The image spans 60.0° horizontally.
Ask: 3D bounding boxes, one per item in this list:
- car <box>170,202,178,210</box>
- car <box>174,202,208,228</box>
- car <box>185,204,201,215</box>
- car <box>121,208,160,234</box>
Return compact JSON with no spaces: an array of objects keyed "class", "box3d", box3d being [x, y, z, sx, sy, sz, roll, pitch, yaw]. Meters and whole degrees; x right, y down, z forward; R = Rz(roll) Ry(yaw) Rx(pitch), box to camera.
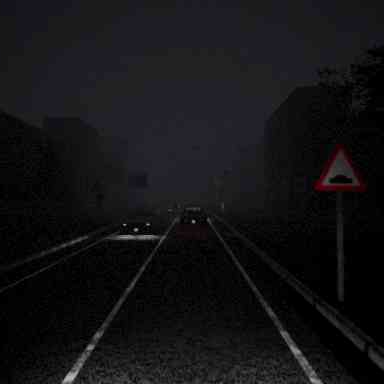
[{"class":"car","box3d":[-3.031,2.564,61.994,1.837,1.490,4.892,0,-1,1]},{"class":"car","box3d":[0.100,1.711,23.768,2.128,1.511,4.902,0,-1,0]},{"class":"car","box3d":[0.100,2.153,41.876,1.895,1.301,4.718,0,-1,0]},{"class":"car","box3d":[-3.101,1.743,21.111,2.033,1.411,5.357,0,-1,0]}]
